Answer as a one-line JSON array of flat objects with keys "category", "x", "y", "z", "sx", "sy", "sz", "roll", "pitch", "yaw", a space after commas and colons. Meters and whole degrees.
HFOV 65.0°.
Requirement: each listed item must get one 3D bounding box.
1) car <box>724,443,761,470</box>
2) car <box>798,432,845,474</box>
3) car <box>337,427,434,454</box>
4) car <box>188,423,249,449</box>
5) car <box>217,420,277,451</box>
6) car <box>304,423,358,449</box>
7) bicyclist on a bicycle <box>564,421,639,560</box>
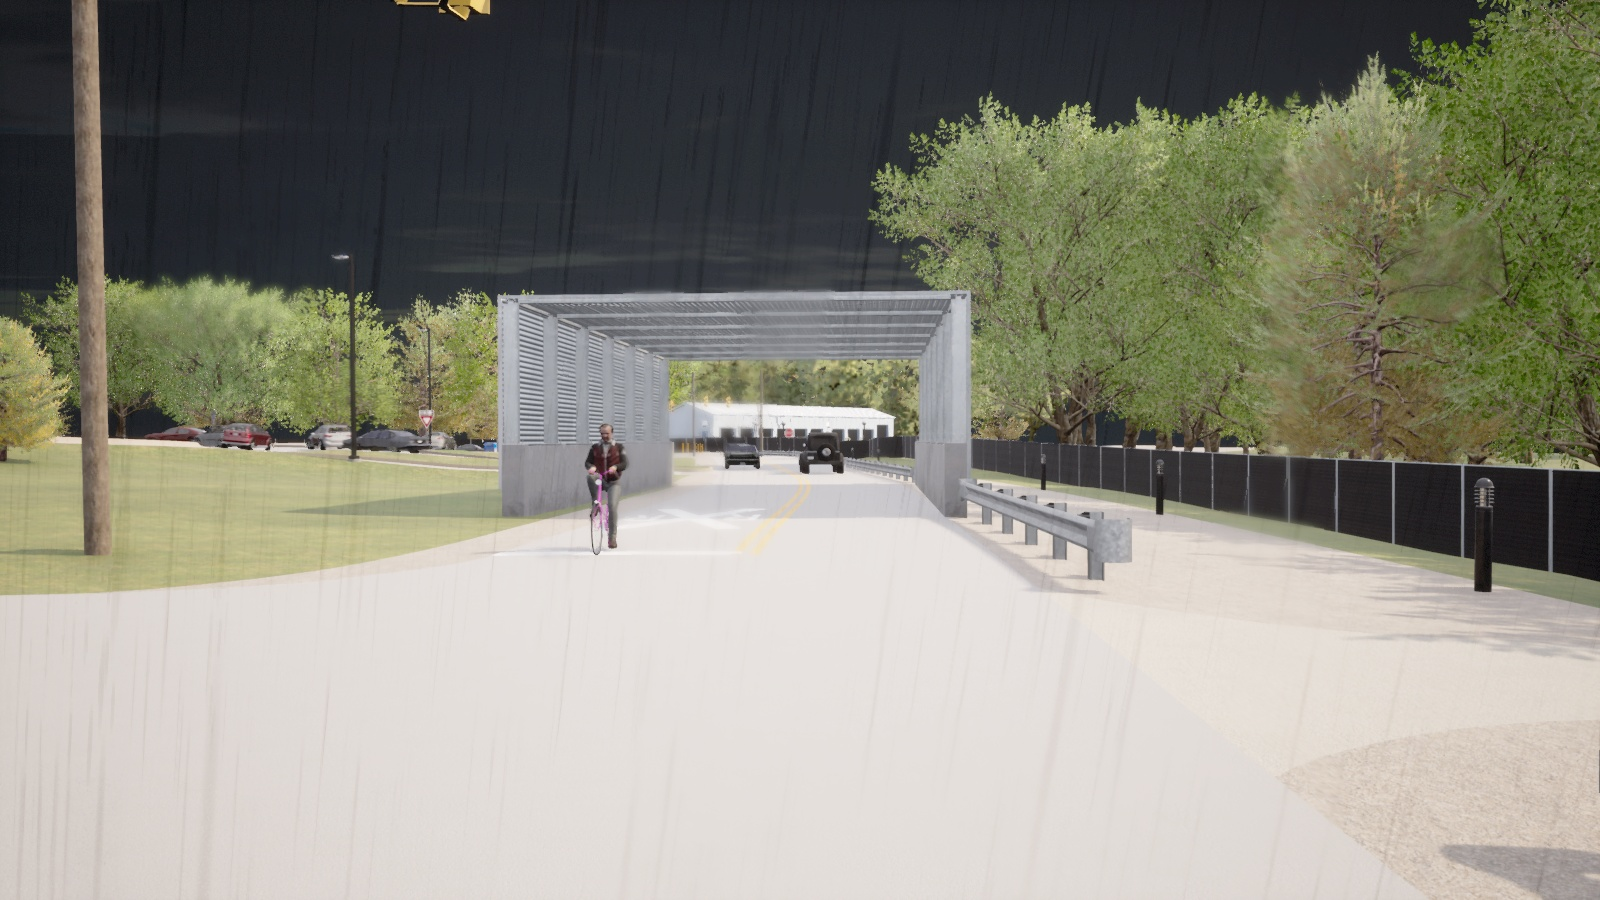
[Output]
[{"category": "car", "x": -3.105, "y": 0.334, "z": 67.149, "sx": 1.895, "sy": 1.301, "sz": 4.718, "roll": 0, "pitch": 2, "yaw": -4}, {"category": "car", "x": 0.970, "y": 0.124, "z": 58.322, "sx": 1.905, "sy": 1.878, "sz": 3.866, "roll": 0, "pitch": 0, "yaw": -3}, {"category": "car", "x": -23.896, "y": -0.529, "z": 72.311, "sx": 5.357, "sy": 1.411, "sz": 2.033, "roll": 2, "pitch": 0, "yaw": 26}, {"category": "car", "x": -39.353, "y": -0.955, "z": 84.976, "sx": 3.988, "sy": 1.617, "sz": 1.851, "roll": 1, "pitch": -2, "yaw": 34}, {"category": "car", "x": -32.420, "y": -0.823, "z": 73.701, "sx": 1.789, "sy": 1.549, "sz": 3.705, "roll": 5, "pitch": -1, "yaw": -1}, {"category": "car", "x": -31.441, "y": -0.965, "z": 84.098, "sx": 2.242, "sy": 1.667, "sz": 4.611, "roll": -2, "pitch": 2, "yaw": -36}, {"category": "bicyclist on a bicycle", "x": -2.673, "y": 0.516, "z": 17.088, "sx": 0.659, "sy": 1.776, "sz": 1.843, "roll": 0, "pitch": 0, "yaw": 2}]
